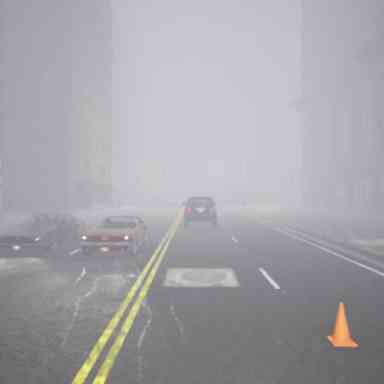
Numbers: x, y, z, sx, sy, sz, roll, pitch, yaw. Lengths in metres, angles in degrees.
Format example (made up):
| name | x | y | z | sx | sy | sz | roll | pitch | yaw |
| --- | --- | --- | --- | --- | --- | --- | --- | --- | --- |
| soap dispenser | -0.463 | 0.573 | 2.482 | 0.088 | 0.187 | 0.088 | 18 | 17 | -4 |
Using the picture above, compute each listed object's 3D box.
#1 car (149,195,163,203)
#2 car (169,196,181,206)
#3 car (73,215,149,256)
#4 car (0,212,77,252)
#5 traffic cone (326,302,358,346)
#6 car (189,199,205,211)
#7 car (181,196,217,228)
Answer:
| name | x | y | z | sx | sy | sz | roll | pitch | yaw |
| --- | --- | --- | --- | --- | --- | --- | --- | --- | --- |
| car | -5.983 | 1.173 | 55.408 | 2.097 | 1.767 | 4.553 | 0 | 0 | 0 |
| car | -2.733 | 1.451 | 55.369 | 1.882 | 1.535 | 5.008 | 0 | 0 | 0 |
| car | -2.935 | 1.638 | 13.422 | 1.895 | 1.301 | 4.718 | 0 | 0 | 0 |
| car | -6.182 | 1.585 | 14.371 | 2.033 | 1.411 | 5.357 | 0 | 0 | 0 |
| traffic cone | 2.265 | 1.973 | 5.043 | 0.340 | 0.580 | 0.340 | 0 | 0 | 0 |
| car | 0.589 | 1.698 | 43.891 | 1.994 | 1.385 | 4.181 | 0 | 0 | 0 |
| car | 0.540 | 1.290 | 23.161 | 2.150 | 2.045 | 5.566 | 0 | 0 | 0 |
